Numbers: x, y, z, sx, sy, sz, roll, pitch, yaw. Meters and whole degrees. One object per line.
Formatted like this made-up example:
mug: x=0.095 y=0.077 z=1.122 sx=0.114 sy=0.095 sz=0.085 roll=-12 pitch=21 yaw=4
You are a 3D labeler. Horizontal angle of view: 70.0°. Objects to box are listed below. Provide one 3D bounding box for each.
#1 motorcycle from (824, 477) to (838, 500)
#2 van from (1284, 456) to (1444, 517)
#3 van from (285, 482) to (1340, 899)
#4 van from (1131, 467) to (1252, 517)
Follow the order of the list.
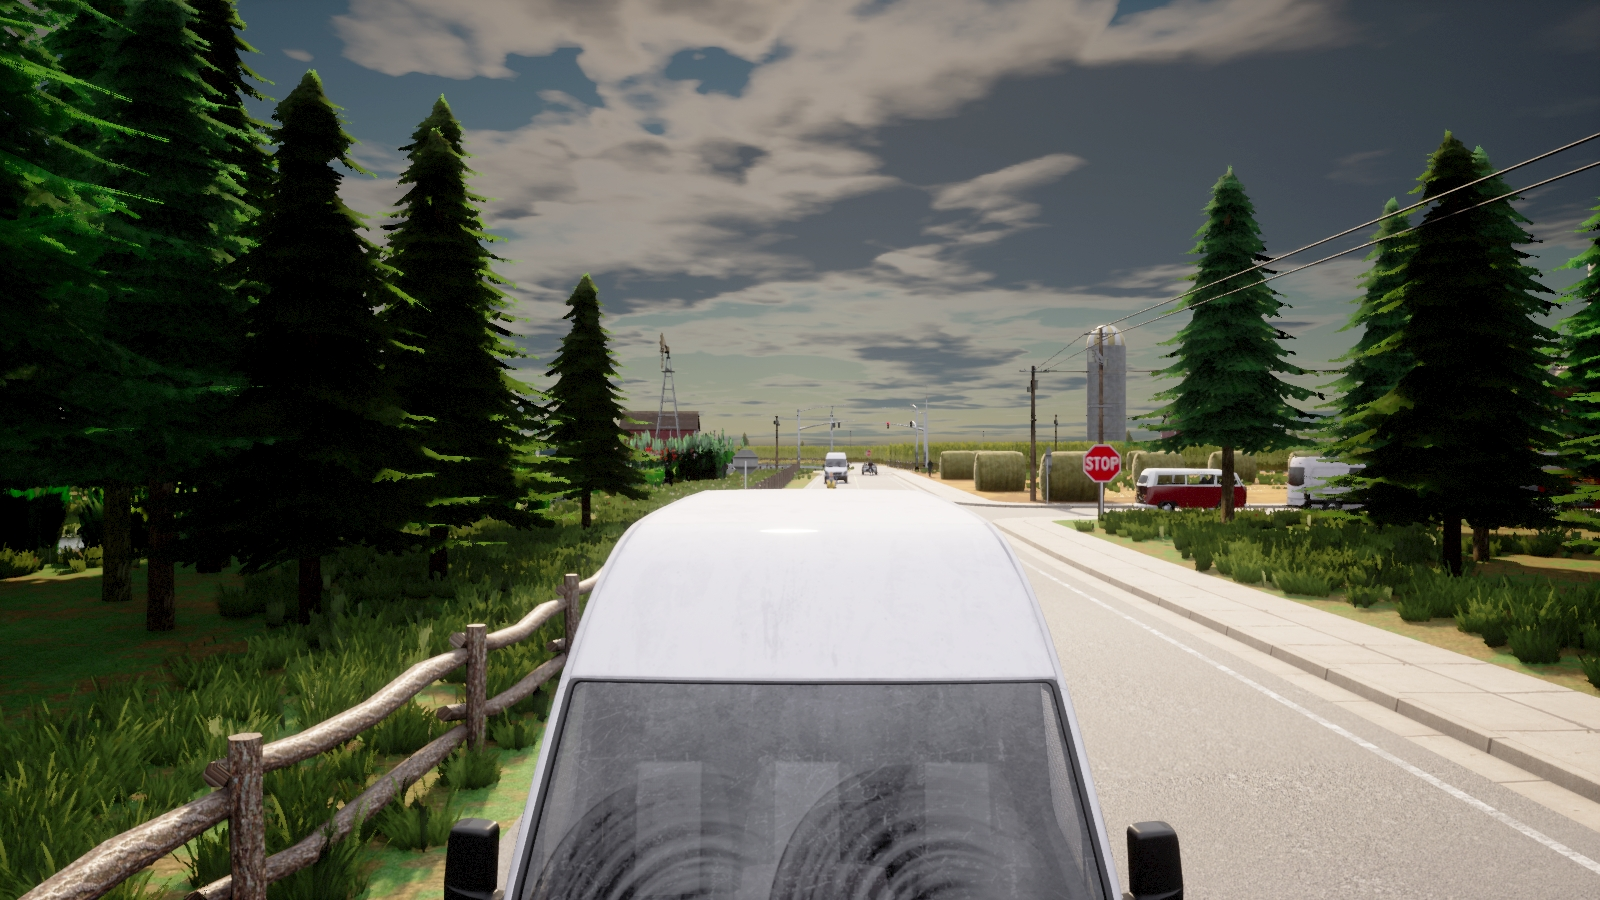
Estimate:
motorcycle: x=1.758 y=2.151 z=64.474 sx=0.803 sy=1.199 sz=2.033 roll=0 pitch=0 yaw=2
van: x=24.170 y=1.535 z=49.096 sx=5.915 sy=2.561 sz=1.988 roll=0 pitch=0 yaw=-1
van: x=0.056 y=1.508 z=5.110 sx=1.988 sy=2.561 sz=5.915 roll=0 pitch=0 yaw=1
van: x=16.767 y=1.783 z=49.041 sx=4.480 sy=2.038 sz=2.069 roll=0 pitch=0 yaw=0
